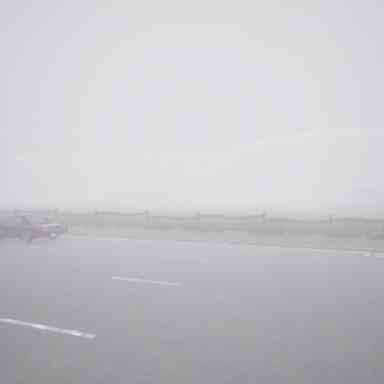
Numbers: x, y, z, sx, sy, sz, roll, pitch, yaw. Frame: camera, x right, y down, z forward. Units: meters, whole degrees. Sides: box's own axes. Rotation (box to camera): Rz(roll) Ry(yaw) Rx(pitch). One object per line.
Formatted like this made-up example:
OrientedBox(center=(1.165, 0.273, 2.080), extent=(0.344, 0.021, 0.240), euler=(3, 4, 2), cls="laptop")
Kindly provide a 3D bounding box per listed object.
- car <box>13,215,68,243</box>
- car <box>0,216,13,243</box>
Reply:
OrientedBox(center=(-9.065, 1.880, 17.613), extent=(4.718, 1.301, 1.895), euler=(0, -1, 21), cls="car")
OrientedBox(center=(-10.499, 1.719, 14.421), extent=(4.892, 1.490, 1.837), euler=(0, -1, 21), cls="car")
